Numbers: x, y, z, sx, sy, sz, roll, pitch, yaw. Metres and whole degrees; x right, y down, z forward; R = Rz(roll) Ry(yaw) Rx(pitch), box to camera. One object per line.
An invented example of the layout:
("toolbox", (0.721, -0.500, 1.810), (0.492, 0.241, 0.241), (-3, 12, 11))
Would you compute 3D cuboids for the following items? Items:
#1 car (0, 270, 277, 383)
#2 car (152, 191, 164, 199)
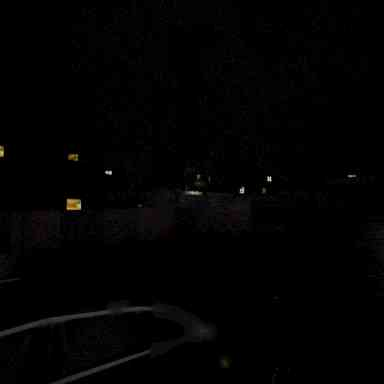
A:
("car", (-1.485, 1.492, 2.495), (4.902, 1.511, 2.128), (0, 0, -35))
("car", (-6.441, 0.639, 61.681), (1.812, 1.442, 4.674), (1, 1, -21))
